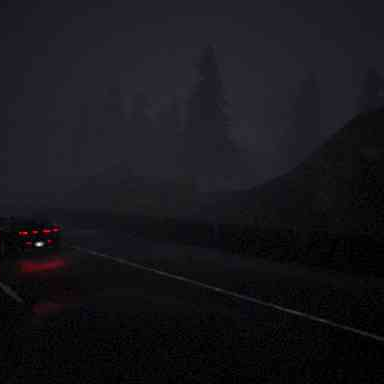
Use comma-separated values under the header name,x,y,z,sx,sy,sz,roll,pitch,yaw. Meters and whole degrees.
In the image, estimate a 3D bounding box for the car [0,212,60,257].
name,x,y,z,sx,sy,sz,roll,pitch,yaw
car,-6.932,1.600,13.500,1.837,1.490,4.892,-1,0,-41
